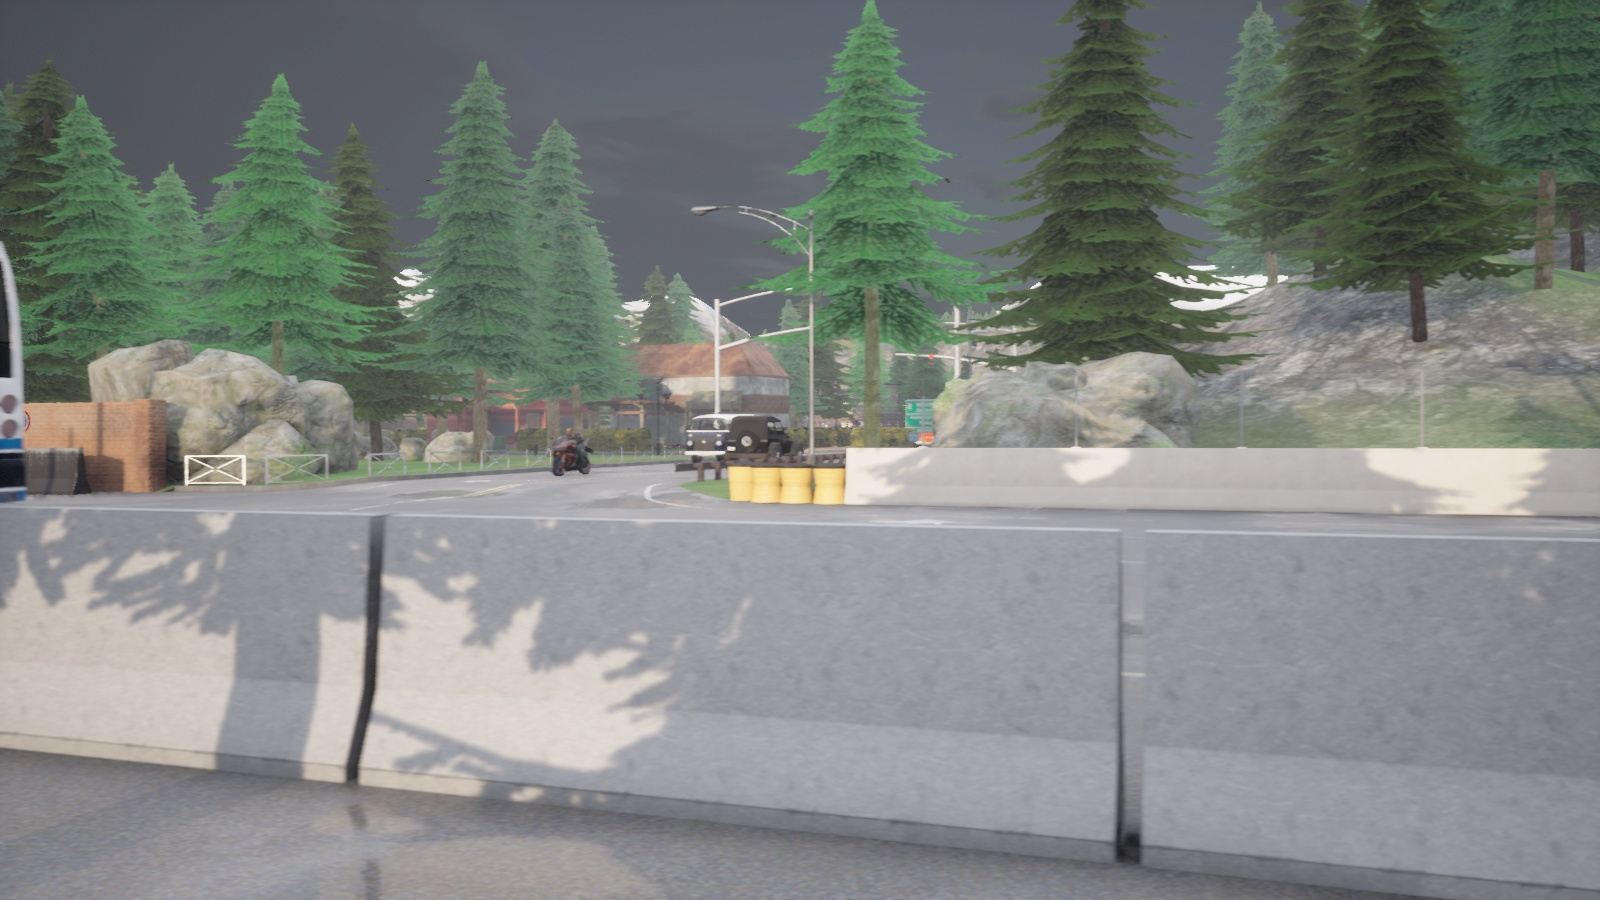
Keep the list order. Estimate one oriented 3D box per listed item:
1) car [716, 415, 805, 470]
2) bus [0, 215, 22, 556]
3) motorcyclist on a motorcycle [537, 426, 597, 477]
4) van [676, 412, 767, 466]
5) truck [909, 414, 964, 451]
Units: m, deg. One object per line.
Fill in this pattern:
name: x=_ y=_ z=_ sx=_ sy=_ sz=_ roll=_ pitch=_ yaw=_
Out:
car: x=-1.339 y=-0.294 z=44.703 sx=1.905 sy=1.878 sz=3.866 roll=1 pitch=1 yaw=19
bus: x=-15.388 y=-0.859 z=15.735 sx=10.273 sy=4.253 sz=3.944 roll=1 pitch=1 yaw=19
motorcyclist on a motorcycle: x=-7.149 y=0.020 z=38.652 sx=0.866 sy=1.530 sz=2.191 roll=1 pitch=1 yaw=19
van: x=-3.087 y=-0.463 z=50.338 sx=2.069 sy=2.038 sz=4.480 roll=1 pitch=1 yaw=19
truck: x=9.448 y=-1.205 z=86.422 sx=2.627 sy=2.467 sz=5.204 roll=1 pitch=1 yaw=19
